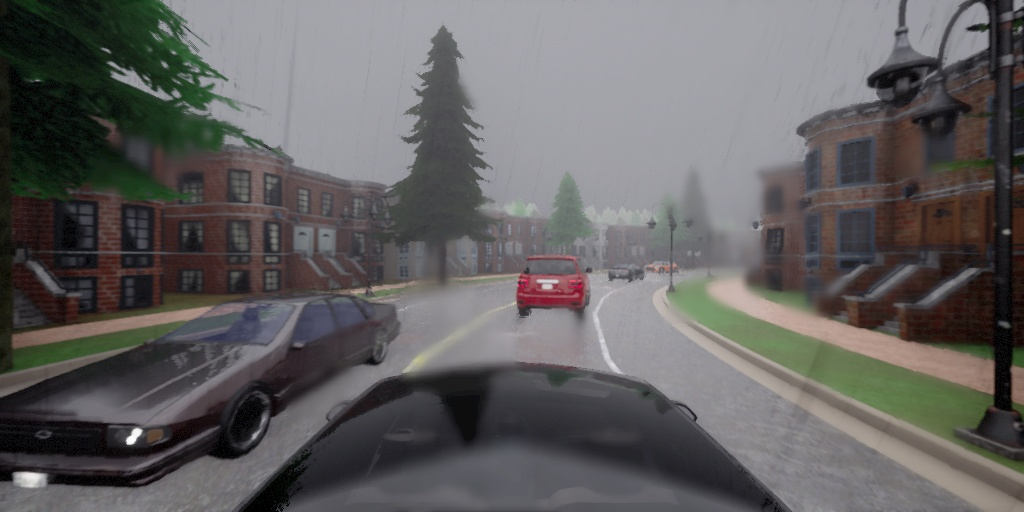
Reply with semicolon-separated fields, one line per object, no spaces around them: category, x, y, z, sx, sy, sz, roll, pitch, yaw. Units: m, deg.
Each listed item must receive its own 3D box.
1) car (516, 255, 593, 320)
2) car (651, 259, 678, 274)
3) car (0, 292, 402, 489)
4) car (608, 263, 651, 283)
car;1.677;0.992;13.068;2.150;2.045;5.566;0;0;14
car;17.622;1.234;42.501;4.553;1.767;2.097;0;0;-35
car;-3.393;1.284;5.326;2.033;1.411;5.357;0;0;4
car;9.430;1.318;29.293;2.128;1.511;4.902;0;0;35
